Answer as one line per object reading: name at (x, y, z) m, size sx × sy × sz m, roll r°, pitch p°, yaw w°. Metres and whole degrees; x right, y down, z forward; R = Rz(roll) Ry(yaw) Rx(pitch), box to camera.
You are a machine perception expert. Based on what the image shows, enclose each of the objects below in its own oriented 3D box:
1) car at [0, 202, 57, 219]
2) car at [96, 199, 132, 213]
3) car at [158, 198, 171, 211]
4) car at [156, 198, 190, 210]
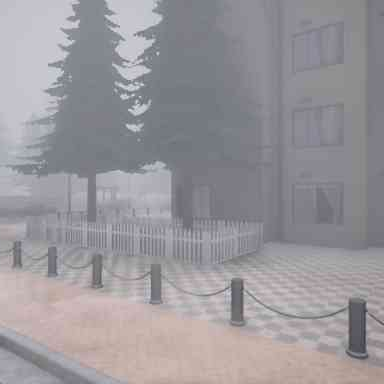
car at (-14.342, 1.585, 28.769) m, size 1.895 × 1.301 × 4.718 m, roll 0°, pitch 0°, yaw 37°
car at (-8.716, 1.476, 36.217) m, size 2.128 × 1.511 × 4.902 m, roll 0°, pitch 0°, yaw 37°
car at (-1.521, 1.532, 39.616) m, size 2.033 × 1.411 × 5.357 m, roll 0°, pitch 0°, yaw 37°
car at (-2.478, 1.510, 44.447) m, size 1.812 × 1.442 × 4.674 m, roll 0°, pitch 0°, yaw 37°
